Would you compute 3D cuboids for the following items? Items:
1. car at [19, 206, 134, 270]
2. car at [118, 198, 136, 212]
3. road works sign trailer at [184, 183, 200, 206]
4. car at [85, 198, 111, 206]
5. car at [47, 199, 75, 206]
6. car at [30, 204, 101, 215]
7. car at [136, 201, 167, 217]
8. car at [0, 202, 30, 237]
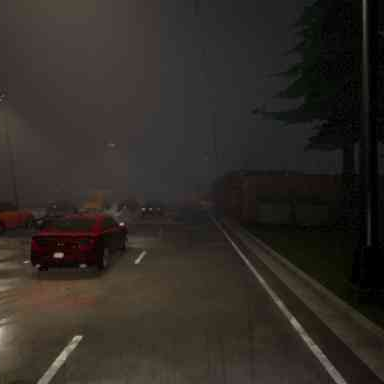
[{"bbox_3d":[-3.395,1.450,10.946,1.882,1.535,5.008,0,0,0],"label":"car"},{"bbox_3d":[-6.905,1.435,36.452,1.812,1.442,4.674,0,0,0],"label":"car"},{"bbox_3d":[0.012,0.335,51.622,2.380,3.560,2.880,0,0,0],"label":"road works sign trailer"},{"bbox_3d":[-10.391,1.386,36.934,1.882,1.535,5.008,0,0,0],"label":"car"},{"bbox_3d":[-13.961,1.475,35.841,1.994,1.385,4.181,0,0,0],"label":"car"},{"bbox_3d":[-6.897,1.554,18.693,1.895,1.301,4.718,0,0,0],"label":"car"},{"bbox_3d":[-3.393,1.473,29.977,2.033,1.411,5.357,0,0,0],"label":"car"},{"bbox_3d":[-10.396,1.308,17.837,2.097,1.767,4.553,0,0,0],"label":"car"}]
